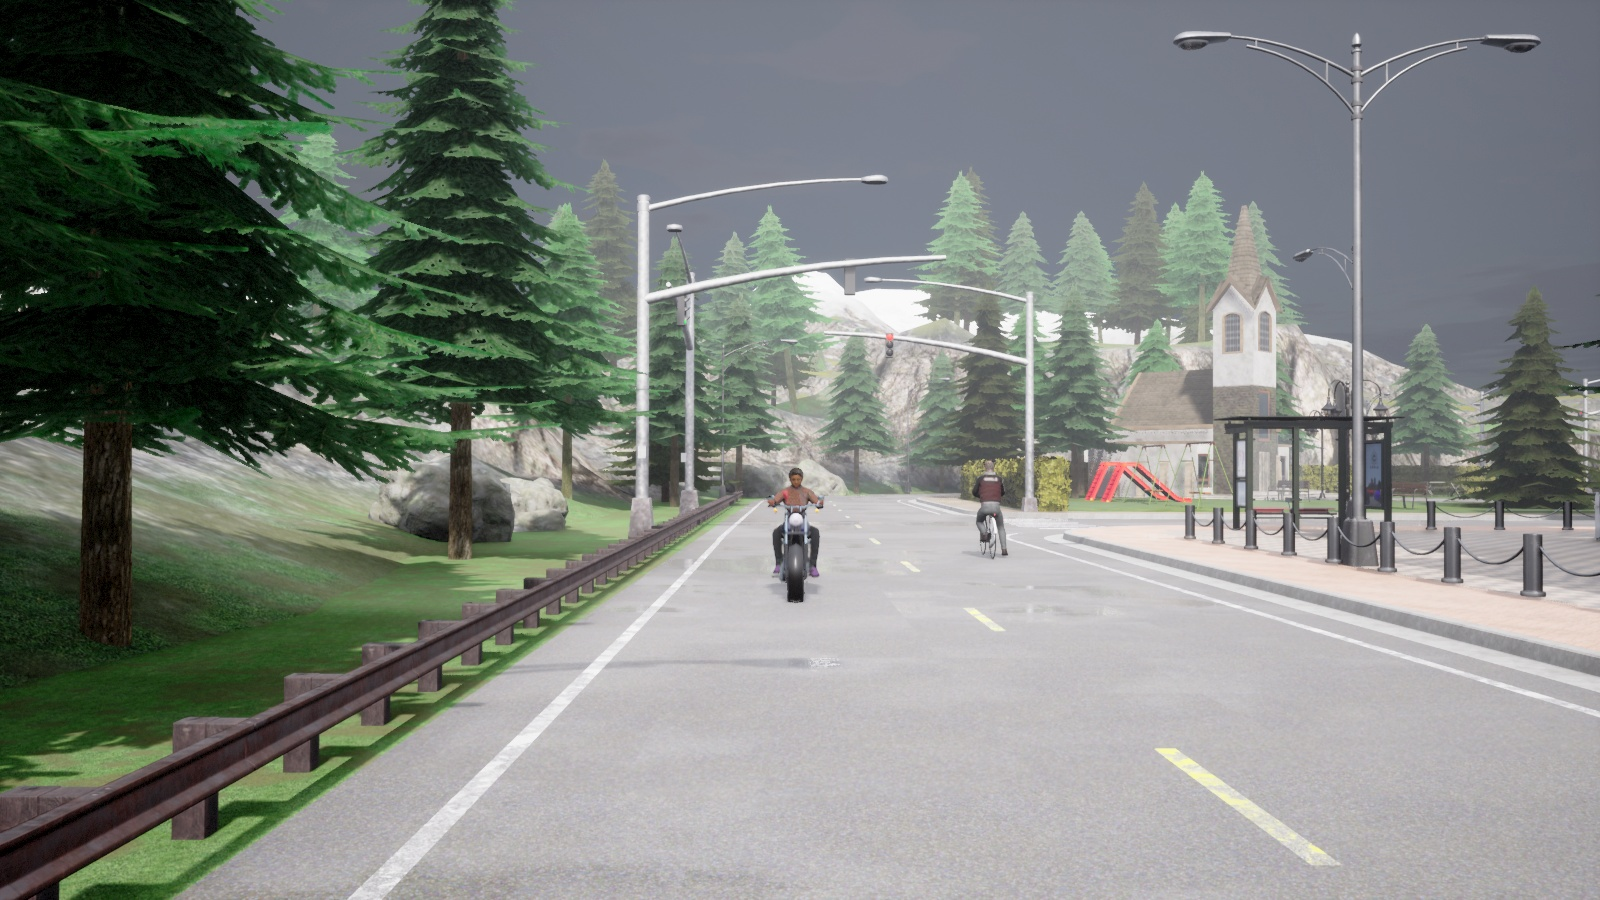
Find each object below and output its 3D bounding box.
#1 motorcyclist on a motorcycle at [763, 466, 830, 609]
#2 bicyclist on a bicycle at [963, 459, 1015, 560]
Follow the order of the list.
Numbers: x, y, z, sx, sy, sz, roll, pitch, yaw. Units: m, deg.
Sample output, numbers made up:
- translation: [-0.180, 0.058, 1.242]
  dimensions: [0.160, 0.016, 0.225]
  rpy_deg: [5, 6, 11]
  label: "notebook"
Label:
- translation: [-0.042, 1.028, 15.681]
  dimensions: [0.766, 1.649, 2.350]
  rpy_deg: [0, -1, 0]
  label: "motorcyclist on a motorcycle"
- translation: [3.438, 1.056, 22.945]
  dimensions: [0.659, 1.776, 1.843]
  rpy_deg: [0, -1, 0]
  label: "bicyclist on a bicycle"
